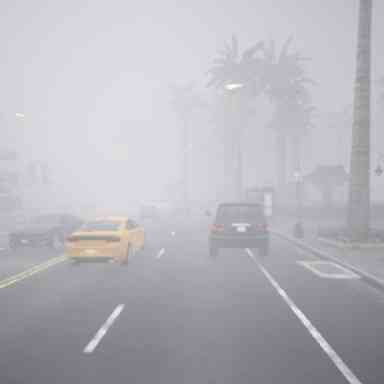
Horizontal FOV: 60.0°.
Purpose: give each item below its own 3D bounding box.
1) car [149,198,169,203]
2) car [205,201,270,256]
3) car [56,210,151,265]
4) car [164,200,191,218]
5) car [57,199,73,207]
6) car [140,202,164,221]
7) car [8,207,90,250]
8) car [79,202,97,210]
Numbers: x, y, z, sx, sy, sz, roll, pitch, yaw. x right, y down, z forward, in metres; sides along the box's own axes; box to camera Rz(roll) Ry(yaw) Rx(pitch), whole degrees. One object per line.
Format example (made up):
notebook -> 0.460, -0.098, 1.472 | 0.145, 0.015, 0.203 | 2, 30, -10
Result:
car -> -4.480, 1.792, 45.685 | 2.150, 2.045, 5.566 | 0, -1, -21
car -> 1.760, 1.378, 13.912 | 2.150, 2.045, 5.566 | 0, -1, 2
car -> -2.937, 1.642, 12.325 | 1.882, 1.535, 5.008 | 0, -1, 1
car -> -1.407, 1.911, 35.640 | 1.882, 1.535, 5.008 | 0, -1, -13
car -> -20.842, 2.312, 54.429 | 2.033, 1.411, 5.357 | 0, -1, -32
car -> -4.086, 1.943, 31.180 | 2.033, 1.411, 5.357 | 0, -1, -10
car -> -6.648, 1.703, 15.693 | 1.882, 1.535, 5.008 | 0, -1, 0
car -> -17.194, 2.353, 55.058 | 1.895, 1.301, 4.718 | 0, -1, -32
